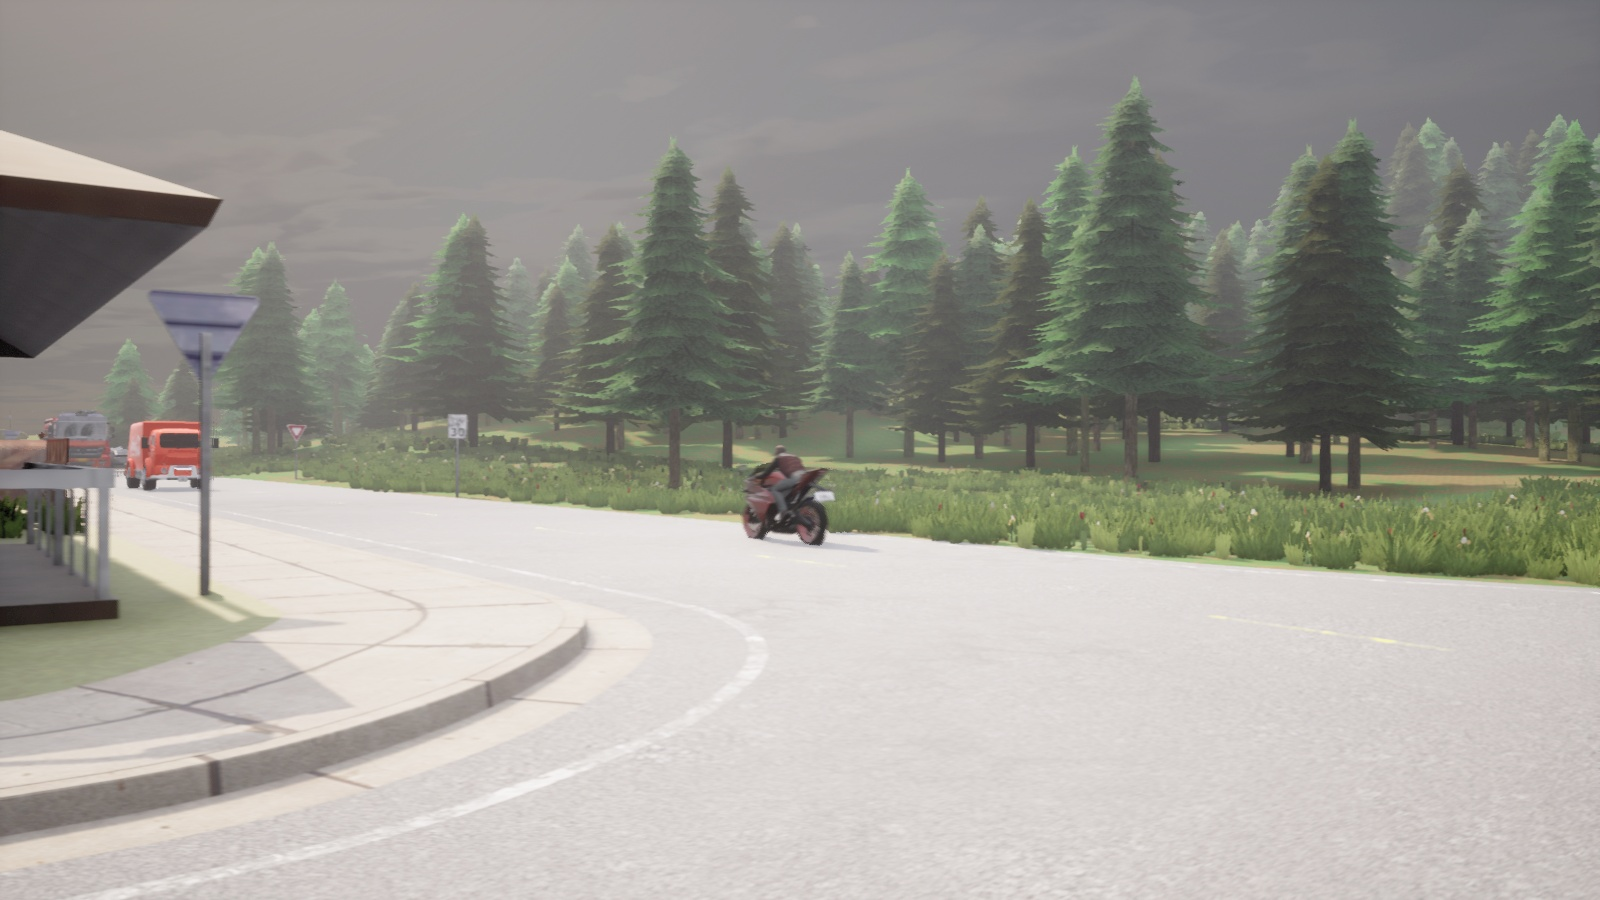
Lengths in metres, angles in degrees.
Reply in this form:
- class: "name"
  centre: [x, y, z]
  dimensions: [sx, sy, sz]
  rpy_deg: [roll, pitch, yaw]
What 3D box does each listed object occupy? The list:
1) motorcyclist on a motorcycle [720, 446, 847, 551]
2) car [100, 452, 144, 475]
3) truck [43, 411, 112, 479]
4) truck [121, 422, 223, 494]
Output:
- class: "motorcyclist on a motorcycle"
  centre: [-0.289, 0.705, 19.306]
  dimensions: [0.866, 1.530, 2.191]
  rpy_deg: [0, 0, -35]
- class: "car"
  centre: [-46.087, 0.888, 85.335]
  dimensions: [2.128, 1.511, 4.902]
  rpy_deg: [0, 0, -35]
- class: "truck"
  centre: [-43.538, -0.268, 75.522]
  dimensions: [2.891, 3.827, 8.468]
  rpy_deg: [0, 0, -35]
- class: "truck"
  centre: [-23.028, 0.293, 45.950]
  dimensions: [2.627, 2.467, 5.204]
  rpy_deg: [0, 0, -35]
